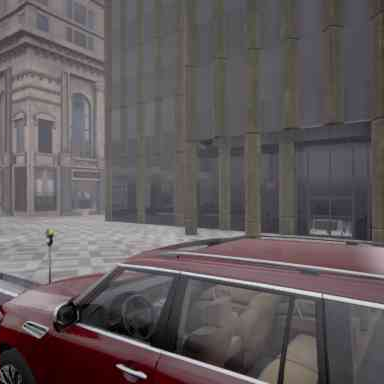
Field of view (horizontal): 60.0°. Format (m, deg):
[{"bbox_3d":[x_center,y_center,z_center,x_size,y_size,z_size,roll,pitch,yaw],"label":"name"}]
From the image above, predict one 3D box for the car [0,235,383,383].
[{"bbox_3d":[0.262,1.315,2.787,5.009,1.841,2.192,0,0,36],"label":"car"}]
